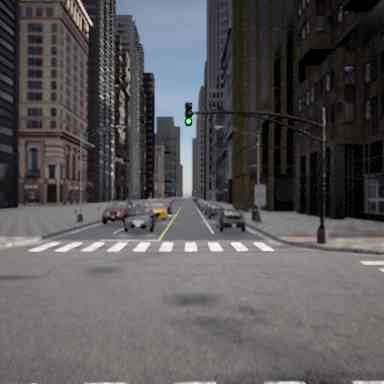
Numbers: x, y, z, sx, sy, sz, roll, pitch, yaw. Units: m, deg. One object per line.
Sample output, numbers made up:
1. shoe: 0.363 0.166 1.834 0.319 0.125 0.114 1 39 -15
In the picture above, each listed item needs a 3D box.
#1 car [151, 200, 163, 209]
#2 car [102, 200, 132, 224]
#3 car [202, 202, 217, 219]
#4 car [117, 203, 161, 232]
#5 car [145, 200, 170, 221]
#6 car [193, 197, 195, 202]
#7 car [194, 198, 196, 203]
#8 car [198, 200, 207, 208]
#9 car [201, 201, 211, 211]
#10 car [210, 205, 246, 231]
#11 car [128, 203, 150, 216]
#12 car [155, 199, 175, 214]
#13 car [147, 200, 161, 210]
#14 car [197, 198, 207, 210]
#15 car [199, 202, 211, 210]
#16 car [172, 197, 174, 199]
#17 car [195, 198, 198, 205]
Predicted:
1. car: -6.372 2.283 61.544 1.752 1.417 4.829 0 -1 -1
2. car: -6.048 1.646 27.877 2.192 1.841 5.009 0 -1 -1
3. car: 2.422 1.976 33.605 2.008 1.369 4.403 0 -1 -1
4. car: -3.382 1.761 22.341 2.128 1.511 4.902 0 -1 -4
5. car: -3.423 1.867 32.017 1.882 1.535 5.008 0 -1 -1
6. car: 1.933 2.608 84.534 1.752 1.417 4.829 0 -1 -1
7. car: 2.043 2.475 73.084 1.887 1.381 4.507 0 -1 -1
8. car: 2.096 2.384 67.614 1.752 1.417 4.829 0 -1 -1
9. car: 2.368 2.041 39.245 1.887 1.381 4.507 0 -1 -1
10. car: 2.530 1.836 22.325 2.008 1.369 4.403 0 -1 -1
11. car: -6.157 2.038 39.155 1.947 1.339 4.313 0 -1 -1
12. car: -3.513 2.026 42.462 1.837 1.490 4.892 0 -1 0
13. car: -6.319 2.127 56.075 1.967 1.590 4.097 0 -1 -1
14. car: 2.260 2.079 50.526 1.967 1.590 4.097 0 -1 -1
15. car: 2.206 2.293 56.164 1.802 1.307 4.206 0 -1 -1
16. car: -6.642 2.654 89.744 1.752 1.417 4.829 0 -1 -1
17. car: 2.151 2.224 61.805 1.967 1.590 4.097 0 -1 -1
